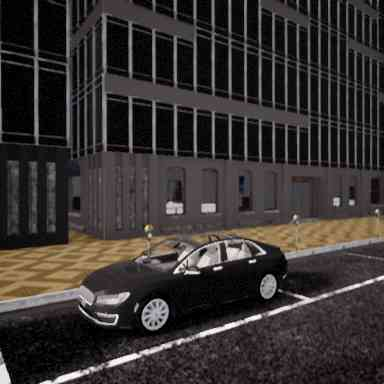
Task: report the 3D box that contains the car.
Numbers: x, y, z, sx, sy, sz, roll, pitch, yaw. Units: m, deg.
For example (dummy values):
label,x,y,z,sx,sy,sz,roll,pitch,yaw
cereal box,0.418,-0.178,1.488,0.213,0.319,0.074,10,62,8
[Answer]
label,x,y,z,sx,sy,sz,roll,pitch,yaw
car,0.045,1.539,6.592,4.403,1.369,2.008,0,0,-35
